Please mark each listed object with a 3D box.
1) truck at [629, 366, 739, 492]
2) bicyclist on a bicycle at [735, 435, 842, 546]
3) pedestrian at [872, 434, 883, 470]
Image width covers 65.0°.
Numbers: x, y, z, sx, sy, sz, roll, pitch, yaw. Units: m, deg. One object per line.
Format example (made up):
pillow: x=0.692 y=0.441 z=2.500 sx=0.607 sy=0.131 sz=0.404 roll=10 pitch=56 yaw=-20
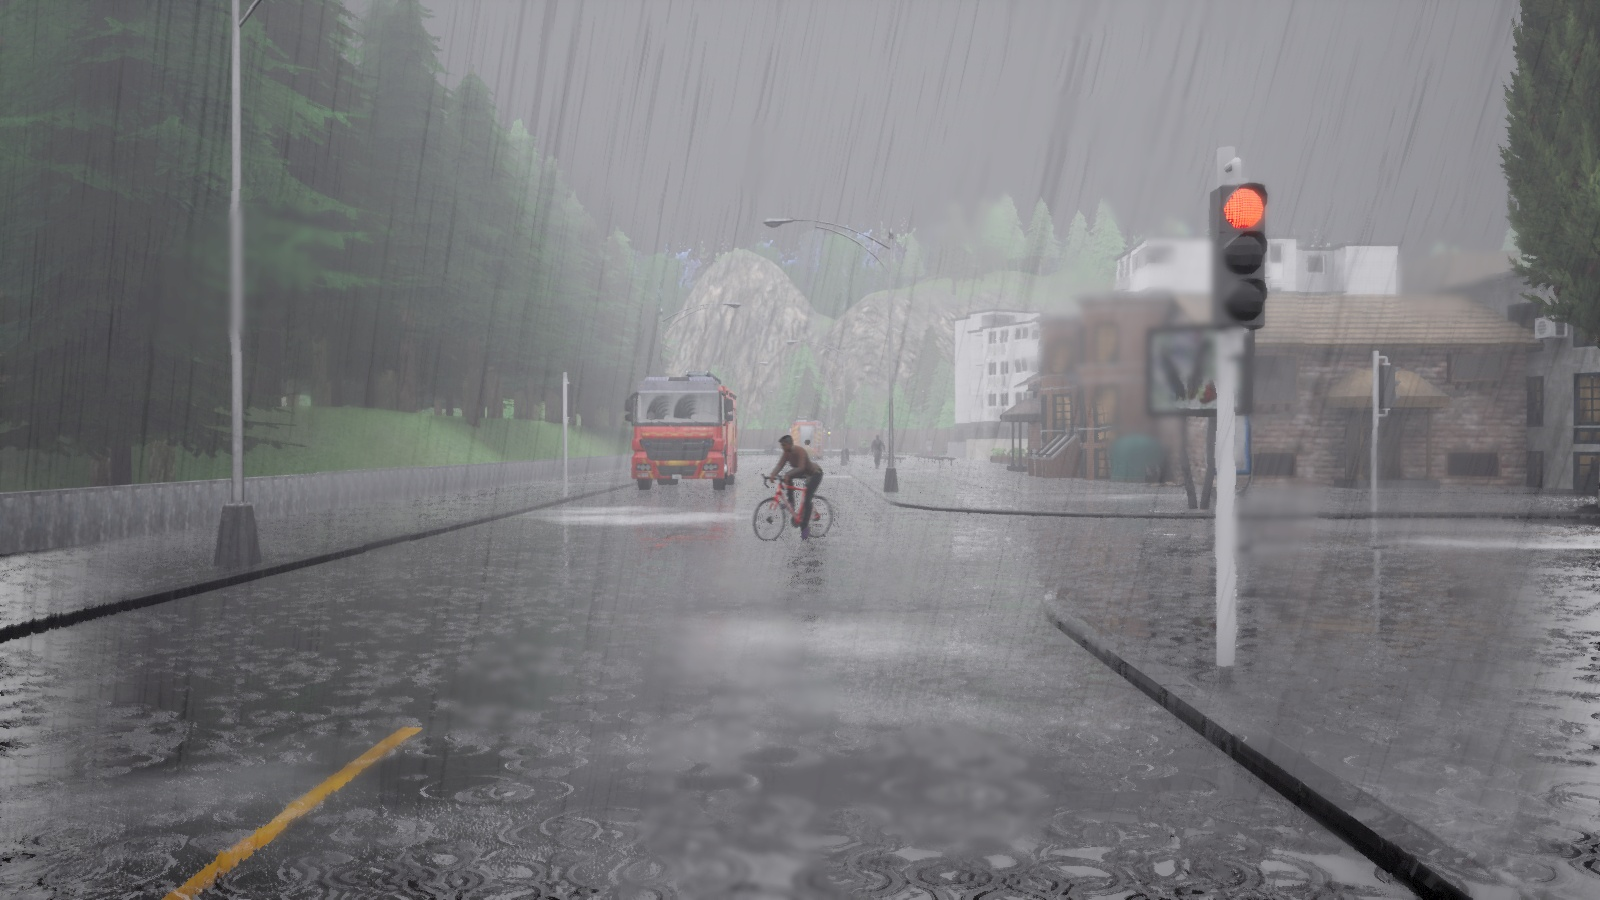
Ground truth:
truck: x=-3.747 y=-0.661 z=42.435 sx=2.891 sy=3.827 sz=8.468 roll=0 pitch=0 yaw=0
bicyclist on a bicycle: x=-0.163 y=0.590 z=19.317 sx=1.656 sy=1.620 sz=0.582 roll=-1 pitch=2 yaw=-42
pedestrian: x=4.074 y=0.086 z=66.041 sx=0.563 sy=1.883 sz=0.849 roll=0 pitch=0 yaw=1
